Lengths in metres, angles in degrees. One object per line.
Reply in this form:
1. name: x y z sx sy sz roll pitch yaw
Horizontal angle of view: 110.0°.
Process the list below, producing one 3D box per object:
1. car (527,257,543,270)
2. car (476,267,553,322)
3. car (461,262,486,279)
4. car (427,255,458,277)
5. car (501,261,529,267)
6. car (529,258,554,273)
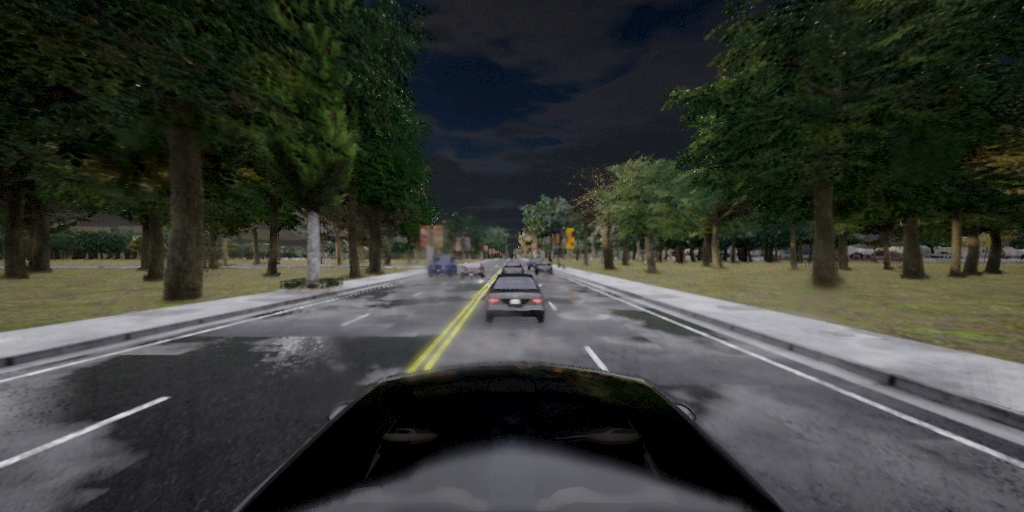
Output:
1. car: 3.316 1.073 52.293 2.097 1.767 4.553 0 0 0
2. car: 0.101 1.289 12.267 2.033 1.411 5.357 0 0 0
3. car: -3.344 1.254 31.861 1.812 1.442 4.674 0 0 0
4. car: -6.596 0.950 34.788 2.150 2.045 5.566 0 0 0
5. car: 0.102 1.220 31.561 2.128 1.511 4.902 0 0 0
6. car: 3.354 1.217 38.649 2.128 1.511 4.902 0 0 0
